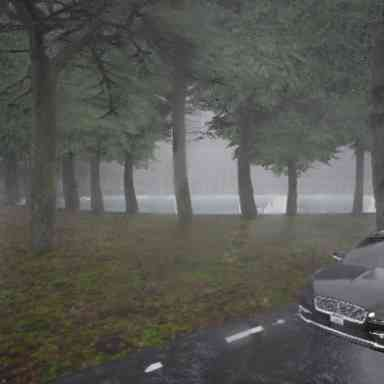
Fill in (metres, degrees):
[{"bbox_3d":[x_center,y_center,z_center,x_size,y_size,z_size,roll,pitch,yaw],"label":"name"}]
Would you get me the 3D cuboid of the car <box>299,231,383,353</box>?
[{"bbox_3d":[3.933,1.477,5.937,4.892,1.490,1.837,0,0,-36],"label":"car"}]
